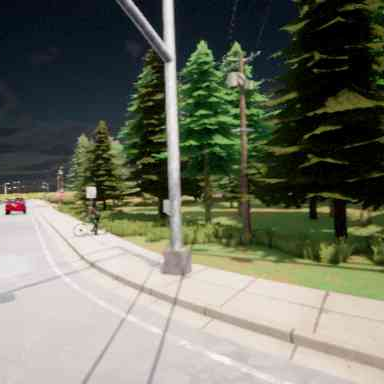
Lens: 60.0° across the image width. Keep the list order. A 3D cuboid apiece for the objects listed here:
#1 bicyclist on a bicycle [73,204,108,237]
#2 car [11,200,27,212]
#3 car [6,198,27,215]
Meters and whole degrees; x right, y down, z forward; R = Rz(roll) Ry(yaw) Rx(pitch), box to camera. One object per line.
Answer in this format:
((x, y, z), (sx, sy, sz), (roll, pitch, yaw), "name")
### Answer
((-4.970, 1.381, 16.295), (1.656, 1.620, 0.582), (-3, 0, -27), "bicyclist on a bicycle")
((-26.815, 2.139, 51.584), (1.882, 1.535, 5.008), (-2, 0, -25), "car")
((-22.356, 1.773, 42.333), (2.150, 2.045, 5.566), (-2, 0, -26), "car")
